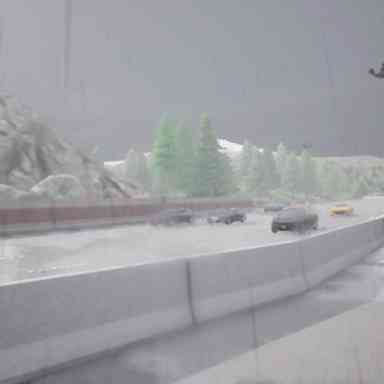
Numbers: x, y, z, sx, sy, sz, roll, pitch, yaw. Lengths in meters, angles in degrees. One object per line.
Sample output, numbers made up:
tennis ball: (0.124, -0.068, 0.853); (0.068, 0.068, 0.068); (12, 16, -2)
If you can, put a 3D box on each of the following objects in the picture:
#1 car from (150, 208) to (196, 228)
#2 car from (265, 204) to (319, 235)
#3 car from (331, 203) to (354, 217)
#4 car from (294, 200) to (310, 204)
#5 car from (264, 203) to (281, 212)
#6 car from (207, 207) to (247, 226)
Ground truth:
car: (-1.497, 2.108, 27.946); (1.837, 1.490, 4.892); (-2, -2, 34)
car: (6.740, 1.797, 21.425); (1.882, 1.535, 5.008); (-2, -2, 34)
car: (16.824, 1.928, 37.095); (1.882, 1.535, 5.008); (-2, -2, 33)
car: (16.221, 2.054, 49.144); (2.097, 1.767, 4.553); (-2, -1, 32)
car: (12.253, 2.308, 49.428); (1.812, 1.442, 4.674); (-2, -2, 33)
car: (3.067, 2.021, 28.474); (2.128, 1.511, 4.902); (-2, -1, 32)
